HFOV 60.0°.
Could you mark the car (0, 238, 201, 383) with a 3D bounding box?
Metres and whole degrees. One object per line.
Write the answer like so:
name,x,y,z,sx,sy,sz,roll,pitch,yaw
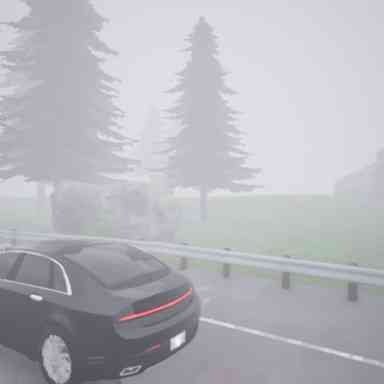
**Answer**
car,-2.183,1.498,5.248,4.892,1.490,1.837,0,0,34
